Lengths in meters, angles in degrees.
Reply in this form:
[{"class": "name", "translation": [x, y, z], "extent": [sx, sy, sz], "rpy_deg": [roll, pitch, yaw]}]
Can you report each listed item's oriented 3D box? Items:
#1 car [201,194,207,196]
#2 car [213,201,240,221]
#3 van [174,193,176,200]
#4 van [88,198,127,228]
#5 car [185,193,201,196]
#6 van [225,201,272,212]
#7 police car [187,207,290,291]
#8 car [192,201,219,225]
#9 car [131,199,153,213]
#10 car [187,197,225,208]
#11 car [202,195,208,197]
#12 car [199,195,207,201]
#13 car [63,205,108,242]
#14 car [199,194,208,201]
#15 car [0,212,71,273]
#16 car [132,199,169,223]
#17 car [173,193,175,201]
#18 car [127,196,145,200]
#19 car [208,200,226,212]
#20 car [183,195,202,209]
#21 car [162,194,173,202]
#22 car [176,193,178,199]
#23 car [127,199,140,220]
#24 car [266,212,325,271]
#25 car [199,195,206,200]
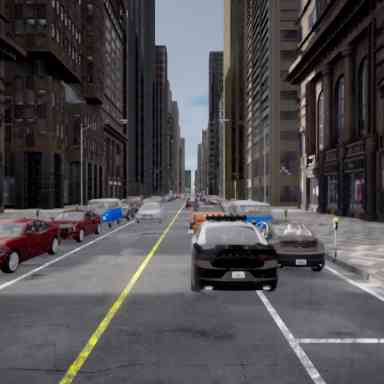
[{"class": "car", "translation": [2.857, 1.585, 61.207], "extent": [1.947, 1.339, 4.313], "rpy_deg": [0, 0, 0]}, {"class": "car", "translation": [2.806, 1.530, 27.665], "extent": [1.752, 1.417, 4.829], "rpy_deg": [0, 0, 0]}, {"class": "van", "translation": [-5.634, 1.378, 83.680], "extent": [1.690, 1.788, 3.998], "rpy_deg": [0, 0, 0]}, {"class": "van", "translation": [-5.728, 1.344, 21.877], "extent": [1.690, 1.788, 3.998], "rpy_deg": [0, 0, 0]}, {"class": "car", "translation": [0.092, 1.496, 59.429], "extent": [1.882, 1.535, 5.008], "rpy_deg": [0, 0, 0]}, {"class": "van", "translation": [2.788, 1.343, 16.257], "extent": [1.690, 1.788, 3.998], "rpy_deg": [0, 0, 0]}, {"class": "police car", "translation": [0.915, 1.426, 9.118], "extent": [1.930, 1.638, 5.238], "rpy_deg": [0, 0, 0]}, {"class": "car", "translation": [0.939, 1.510, 25.008], "extent": [1.837, 1.490, 4.892], "rpy_deg": [0, 0, 0]}, {"class": "car", "translation": [-5.703, 1.532, 38.563], "extent": [1.752, 1.417, 4.829], "rpy_deg": [0, 0, 0]}, {"class": "car", "translation": [0.929, 1.353, 18.978], "extent": [2.097, 1.767, 4.553], "rpy_deg": [0, 0, 0]}, {"class": "car", "translation": [2.840, 1.536, 50.140], "extent": [1.752, 1.417, 4.829], "rpy_deg": [0, 0, 0]}, {"class": "car", "translation": [2.900, 1.608, 89.301], "extent": [1.947, 1.339, 4.313], "rpy_deg": [0, 0, 0]}, {"class": "car", "translation": [-5.737, 1.546, 16.259], "extent": [1.887, 1.381, 4.507], "rpy_deg": [0, 0, 0]}, {"class": "car", "translation": [2.891, 1.352, 83.682], "extent": [2.192, 1.841, 5.009], "rpy_deg": [0, 0, 0]}, {"class": "car", "translation": [-5.745, 1.545, 10.640], "extent": [1.887, 1.381, 4.507], "rpy_deg": [0, 0, 0]}, {"class": "car", "translation": [-3.070, 1.529, 25.313], "extent": [1.812, 1.442, 4.674], "rpy_deg": [0, 0, 0]}, {"class": "car", "translation": [-5.642, 1.599, 78.061], "extent": [1.947, 1.339, 4.313], "rpy_deg": [0, 0, 0]}, {"class": "car", "translation": [-5.711, 1.321, 33.114], "extent": [2.192, 1.841, 5.009], "rpy_deg": [0, 0, 0]}, {"class": "car", "translation": [2.823, 1.589, 38.732], "extent": [1.802, 1.307, 4.206], "rpy_deg": [0, 0, 0]}, {"class": "car", "translation": [0.091, 1.535, 45.854], "extent": [1.812, 1.442, 4.674], "rpy_deg": [0, 0, 1]}, {"class": "car", "translation": [-5.651, 1.610, 72.443], "extent": [1.802, 1.307, 4.206], "rpy_deg": [0, 0, 0]}, {"class": "car", "translation": [-5.625, 1.587, 89.298], "extent": [1.887, 1.381, 4.507], "rpy_deg": [0, 0, 0]}, {"class": "car", "translation": [-5.720, 1.555, 27.495], "extent": [2.008, 1.369, 4.403], "rpy_deg": [0, 0, 0]}, {"class": "car", "translation": [2.780, 1.551, 10.638], "extent": [2.008, 1.369, 4.403], "rpy_deg": [0, 0, 0]}, {"class": "car", "translation": [2.908, 1.598, 94.920], "extent": [2.008, 1.369, 4.403], "rpy_deg": [0, 0, 0]}]
